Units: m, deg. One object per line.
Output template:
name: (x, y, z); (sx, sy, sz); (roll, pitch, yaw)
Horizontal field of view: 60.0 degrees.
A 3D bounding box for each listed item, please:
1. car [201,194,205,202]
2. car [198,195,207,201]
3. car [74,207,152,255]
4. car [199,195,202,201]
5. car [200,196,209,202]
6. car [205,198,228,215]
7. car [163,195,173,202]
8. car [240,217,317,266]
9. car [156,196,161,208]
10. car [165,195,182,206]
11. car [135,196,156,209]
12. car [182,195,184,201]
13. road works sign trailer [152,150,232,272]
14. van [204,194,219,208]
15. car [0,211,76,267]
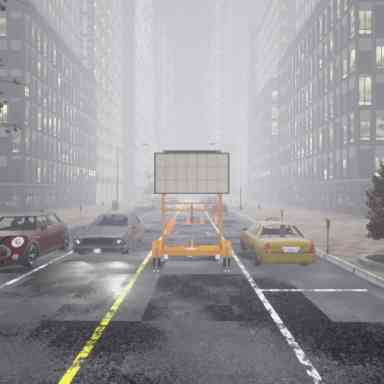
car: (2.674, 1.428, 45.317); (1.967, 1.590, 4.097); (0, 0, 0)
car: (2.664, 1.514, 85.162); (2.008, 1.369, 4.403); (0, 0, 0)
car: (-3.105, 1.545, 13.562); (2.033, 1.411, 5.357); (0, 0, 0)
car: (2.670, 1.562, 62.393); (1.802, 1.307, 4.206); (0, 0, 0)
car: (2.667, 1.517, 73.778); (1.887, 1.381, 4.507); (0, 0, 0)
car: (2.677, 1.558, 33.932); (1.947, 1.339, 4.313); (0, 0, 0)
car: (-5.715, 1.534, 79.480); (1.947, 1.339, 4.313); (0, 0, 0)
car: (2.683, 1.524, 11.334); (1.752, 1.417, 4.829); (0, 0, 0)
car: (-5.706, 1.570, 45.329); (1.802, 1.307, 4.206); (0, 0, 0)
car: (-3.104, 1.490, 55.795); (1.837, 1.490, 4.892); (0, 0, 0)
car: (-5.705, 1.516, 39.467); (1.752, 1.417, 4.829); (0, 0, 0)
car: (-3.028, 1.510, 86.526); (2.033, 1.411, 5.357); (0, 0, 0)
road works sign trailer: (-0.004, 0.463, 10.742); (2.380, 3.560, 2.880); (0, 0, 0)
van: (2.674, 1.331, 39.624); (1.690, 1.788, 3.998); (0, 0, 0)
car: (-5.698, 1.439, 11.178); (1.967, 1.590, 4.097); (0, 0, 0)
